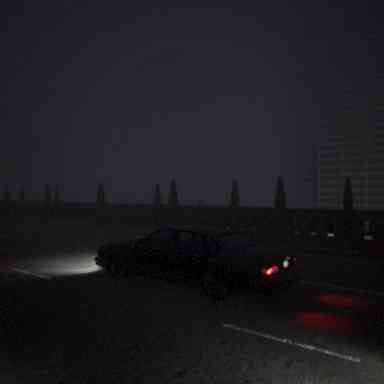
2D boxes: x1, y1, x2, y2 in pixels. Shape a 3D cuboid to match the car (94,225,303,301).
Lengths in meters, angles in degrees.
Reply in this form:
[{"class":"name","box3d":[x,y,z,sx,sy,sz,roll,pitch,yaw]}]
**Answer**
[{"class":"car","box3d":[-0.091,1.548,8.357,5.357,1.411,2.033,0,0,36]}]
